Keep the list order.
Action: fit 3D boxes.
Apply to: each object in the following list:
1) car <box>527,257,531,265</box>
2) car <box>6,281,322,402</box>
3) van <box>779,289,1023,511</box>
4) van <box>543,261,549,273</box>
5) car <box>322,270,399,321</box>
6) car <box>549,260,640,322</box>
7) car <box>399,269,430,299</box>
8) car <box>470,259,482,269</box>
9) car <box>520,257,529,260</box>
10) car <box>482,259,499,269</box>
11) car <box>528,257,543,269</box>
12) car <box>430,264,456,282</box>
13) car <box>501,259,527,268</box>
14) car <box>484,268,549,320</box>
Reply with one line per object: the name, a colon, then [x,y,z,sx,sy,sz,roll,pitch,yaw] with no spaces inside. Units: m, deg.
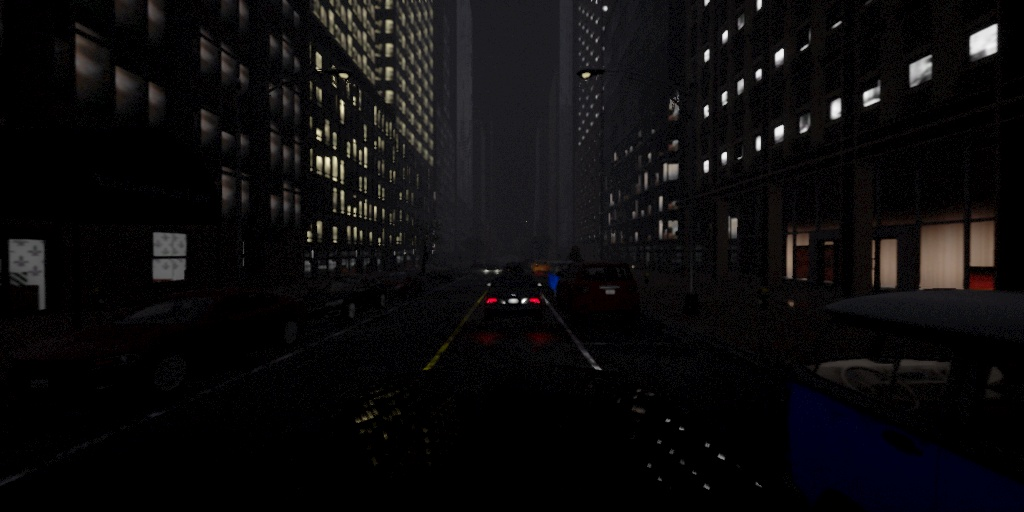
car: [3.257,1.278,48.115,1.837,1.490,4.892,0,0,0]
car: [-5.682,1.297,6.569,1.888,1.381,4.507,0,0,0]
van: [2.685,1.091,0.865,1.690,1.789,3.998,0,0,0]
van: [2.726,1.100,17.916,1.690,1.789,3.998,0,0,0]
car: [-5.669,1.305,12.253,2.007,1.370,4.403,0,0,0]
car: [2.712,1.071,12.232,2.192,1.841,5.009,0,0,0]
car: [-5.654,1.340,17.936,1.802,1.307,4.207,0,0,0]
car: [-5.557,1.218,57.721,1.967,1.591,4.097,0,0,0]
car: [2.837,1.096,63.385,2.192,1.841,5.009,0,0,0]
car: [-2.954,1.254,53.657,1.882,1.535,5.008,0,0,0]
car: [3.234,1.249,41.115,1.882,1.535,5.008,0,0,0]
car: [-5.627,1.314,29.304,2.007,1.370,4.403,0,0,0]
car: [0.139,1.272,31.326,1.837,1.490,4.892,0,0,0]
car: [0.068,1.303,12.543,2.033,1.411,5.357,0,0,1]
